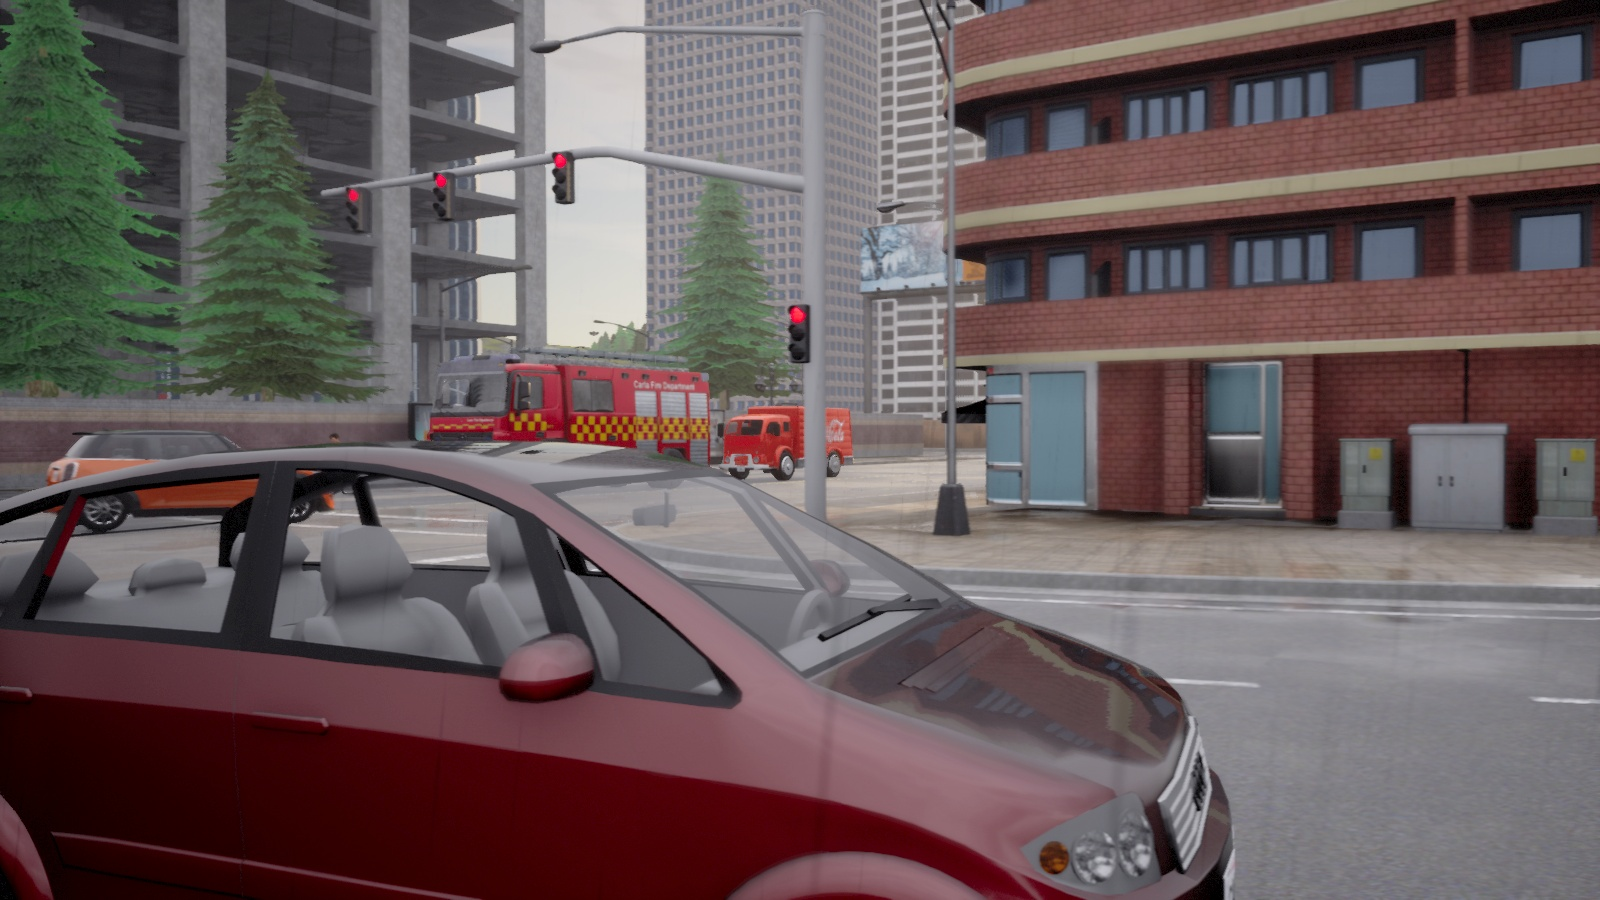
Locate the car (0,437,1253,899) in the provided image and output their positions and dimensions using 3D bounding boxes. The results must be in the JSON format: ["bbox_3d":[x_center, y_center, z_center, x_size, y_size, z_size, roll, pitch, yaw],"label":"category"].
[{"bbox_3d":[-0.755,0.751,3.450,3.705,1.549,1.789,1,1,21],"label":"car"}]

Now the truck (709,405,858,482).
[{"bbox_3d":[-0.489,-0.255,43.018,2.627,2.467,5.204,1,1,34],"label":"truck"}]

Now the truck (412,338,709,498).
[{"bbox_3d":[-6.221,-0.825,34.331,2.891,3.827,8.468,1,1,33],"label":"truck"}]

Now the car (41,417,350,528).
[{"bbox_3d":[-10.623,0.347,22.219,4.553,1.767,2.097,0,0,-39],"label":"car"}]
